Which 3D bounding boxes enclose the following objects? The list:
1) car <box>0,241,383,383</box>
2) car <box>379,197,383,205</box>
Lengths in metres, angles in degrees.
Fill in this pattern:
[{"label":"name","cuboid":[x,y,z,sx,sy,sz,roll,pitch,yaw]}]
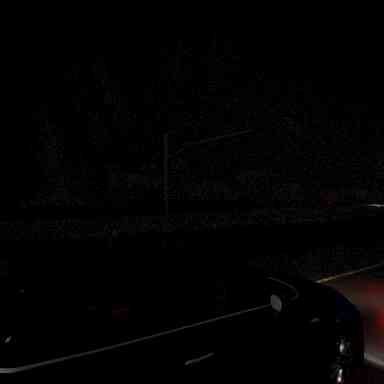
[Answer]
[{"label":"car","cuboid":[-0.078,1.351,3.692,4.553,1.767,2.097,0,0,-36]},{"label":"car","cuboid":[31.664,1.243,53.045,4.892,1.490,1.837,0,0,-36]}]
